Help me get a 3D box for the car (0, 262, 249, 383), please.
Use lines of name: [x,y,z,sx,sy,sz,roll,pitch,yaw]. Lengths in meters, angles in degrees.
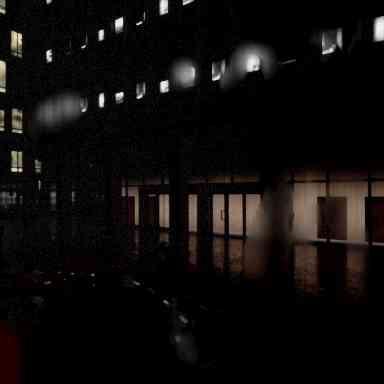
car: [-1.546,1.545,4.001,4.507,1.381,1.887,0,0,36]
